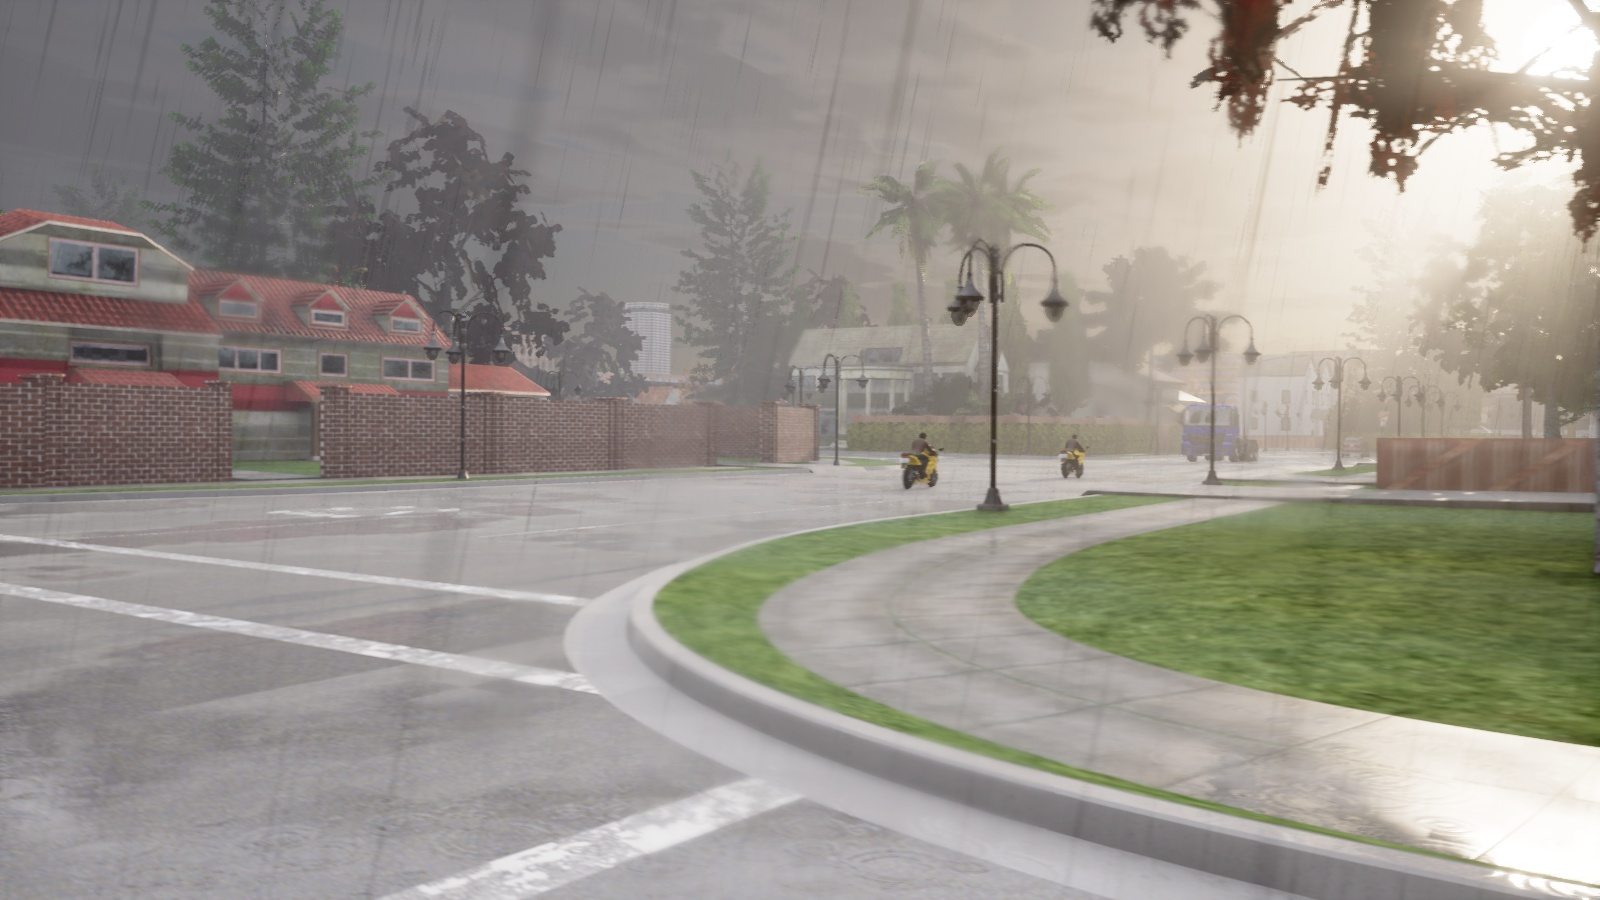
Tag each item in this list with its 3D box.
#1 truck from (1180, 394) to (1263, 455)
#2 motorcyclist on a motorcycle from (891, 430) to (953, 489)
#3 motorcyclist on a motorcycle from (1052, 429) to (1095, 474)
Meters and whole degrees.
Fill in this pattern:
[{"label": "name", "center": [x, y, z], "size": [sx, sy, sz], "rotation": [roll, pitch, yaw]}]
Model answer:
[{"label": "truck", "center": [25.356, -1.509, 75.302], "size": [2.891, 3.462, 7.936], "rotation": [0, 1, 32]}, {"label": "motorcyclist on a motorcycle", "center": [3.270, 0.228, 33.432], "size": [0.797, 1.523, 2.044], "rotation": [0, 1, 32]}, {"label": "motorcyclist on a motorcycle", "center": [9.459, 0.037, 43.316], "size": [0.797, 1.523, 2.044], "rotation": [0, 1, 32]}]
